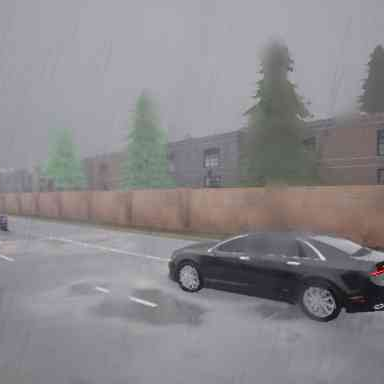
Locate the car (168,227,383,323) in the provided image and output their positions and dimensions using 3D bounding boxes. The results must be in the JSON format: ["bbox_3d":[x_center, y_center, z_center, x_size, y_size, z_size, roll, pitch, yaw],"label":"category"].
[{"bbox_3d":[1.641,1.539,7.334,4.892,1.490,1.837,-1,0,38],"label":"car"}]

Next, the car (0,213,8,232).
[{"bbox_3d":[-13.127,1.768,21.005,4.674,1.442,1.812,-1,0,45],"label":"car"}]
